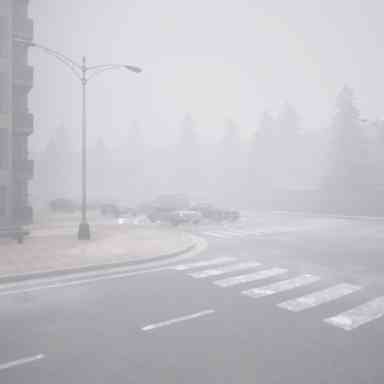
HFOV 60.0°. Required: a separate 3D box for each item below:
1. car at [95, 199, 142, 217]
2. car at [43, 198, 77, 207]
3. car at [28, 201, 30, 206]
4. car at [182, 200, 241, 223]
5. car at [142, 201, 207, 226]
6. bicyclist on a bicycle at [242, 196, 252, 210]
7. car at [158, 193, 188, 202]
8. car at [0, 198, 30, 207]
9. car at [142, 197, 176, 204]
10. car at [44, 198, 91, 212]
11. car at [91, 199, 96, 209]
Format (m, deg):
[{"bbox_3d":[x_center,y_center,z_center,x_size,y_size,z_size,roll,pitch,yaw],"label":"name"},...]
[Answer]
[{"bbox_3d":[-6.790,1.465,30.355,1.812,1.442,4.674,0,0,-38],"label":"car"},{"bbox_3d":[-20.416,1.540,51.589,4.718,1.301,1.895,0,0,13],"label":"car"},{"bbox_3d":[-24.708,1.453,45.440,4.892,1.490,1.837,0,0,8],"label":"car"},{"bbox_3d":[1.479,1.539,25.092,1.895,1.301,4.718,0,0,-36],"label":"car"},{"bbox_3d":[-1.320,1.540,23.000,1.895,1.301,4.718,0,0,-36],"label":"car"},{"bbox_3d":[6.194,1.234,37.441,1.656,1.620,0.582,0,0,-36],"label":"bicyclist on a bicycle"},{"bbox_3d":[-2.583,1.158,36.740,2.150,2.045,5.566,0,0,-40],"label":"car"},{"bbox_3d":[-26.525,1.543,48.867,4.718,1.301,1.895,0,0,5],"label":"car"},{"bbox_3d":[-3.795,1.502,32.100,1.994,1.385,4.181,0,0,-39],"label":"car"},{"bbox_3d":[-14.048,1.445,37.508,4.892,1.490,1.837,0,0,32],"label":"car"},{"bbox_3d":[-10.650,1.503,39.240,4.181,1.385,1.994,0,0,36],"label":"car"}]
